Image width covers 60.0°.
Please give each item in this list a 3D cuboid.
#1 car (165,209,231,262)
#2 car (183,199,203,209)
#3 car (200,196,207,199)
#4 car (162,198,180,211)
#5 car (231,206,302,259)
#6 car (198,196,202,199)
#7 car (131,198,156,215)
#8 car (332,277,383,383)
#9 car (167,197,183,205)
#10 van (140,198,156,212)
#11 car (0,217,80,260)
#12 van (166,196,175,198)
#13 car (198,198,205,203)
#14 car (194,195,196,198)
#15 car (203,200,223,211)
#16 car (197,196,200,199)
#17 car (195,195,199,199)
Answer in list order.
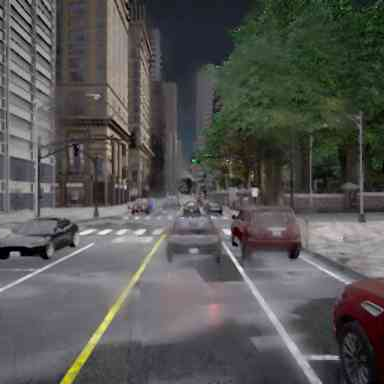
[{"bbox_3d":[0.046,1.613,12.619,2.128,1.511,4.902,0,0,0],"label":"car"},{"bbox_3d":[-0.031,1.868,38.629,1.812,1.442,4.674,0,0,0],"label":"car"},{"bbox_3d":[2.594,1.878,50.488,1.967,1.590,4.097,0,0,0],"label":"car"},{"bbox_3d":[-3.248,1.971,48.539,2.033,1.411,5.357,0,0,0],"label":"car"},{"bbox_3d":[2.722,1.440,13.091,2.192,1.841,5.009,0,-1,0],"label":"car"},{"bbox_3d":[2.538,2.107,66.747,1.887,1.381,4.507,0,0,0],"label":"car"},{"bbox_3d":[-5.894,1.667,39.639,2.192,1.841,5.009,0,0,0],"label":"car"},{"bbox_3d":[2.759,1.337,2.118,2.192,1.841,5.009,0,-1,0],"label":"car"},{"bbox_3d":[-3.249,2.107,64.181,1.994,1.385,4.181,0,0,0],"label":"car"},{"bbox_3d":[-5.913,1.737,45.058,1.690,1.788,3.998,0,0,0],"label":"van"},{"bbox_3d":[-5.804,1.692,13.078,1.947,1.339,4.313,0,-1,0],"label":"car"},{"bbox_3d":[-6.062,2.059,88.420,1.690,1.788,3.998,0,0,0],"label":"van"},{"bbox_3d":[2.462,2.242,88.598,1.752,1.417,4.829,0,0,0],"label":"car"},{"bbox_3d":[2.445,2.068,93.850,2.192,1.841,5.009,0,0,0],"label":"car"},{"bbox_3d":[2.631,1.917,39.647,1.947,1.339,4.313,0,0,0],"label":"car"},{"bbox_3d":[2.519,2.167,72.167,1.947,1.339,4.313,0,0,0],"label":"car"},{"bbox_3d":[2.501,1.955,77.589,2.192,1.841,5.009,0,0,0],"label":"car"}]
